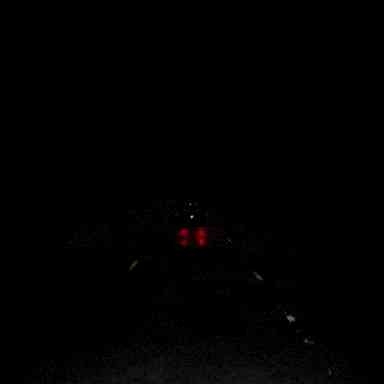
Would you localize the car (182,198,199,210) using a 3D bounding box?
[{"bbox_3d":[-0.224,1.515,42.008,1.994,1.385,4.181,0,0,-1],"label":"car"}]

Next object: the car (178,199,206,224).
[{"bbox_3d":[-0.020,1.437,24.471,2.128,1.511,4.902,0,0,0],"label":"car"}]
